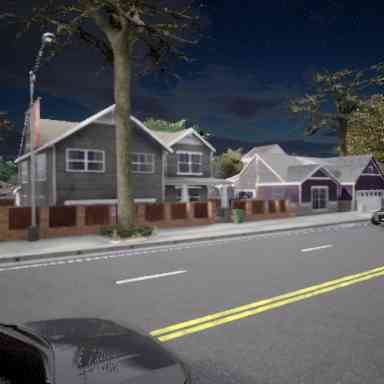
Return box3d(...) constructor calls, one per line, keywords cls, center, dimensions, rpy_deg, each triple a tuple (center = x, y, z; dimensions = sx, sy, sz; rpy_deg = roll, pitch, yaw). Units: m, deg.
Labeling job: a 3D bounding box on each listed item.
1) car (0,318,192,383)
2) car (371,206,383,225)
box3d(cls="car", center=(-2.190, 1.505, 1.875), dimensions=(4.892, 1.490, 1.837), rpy_deg=(0, 0, -36))
box3d(cls="car", center=(13.131, 1.407, 21.034), dimensions=(4.181, 1.385, 1.994), rpy_deg=(-1, 1, -35))
